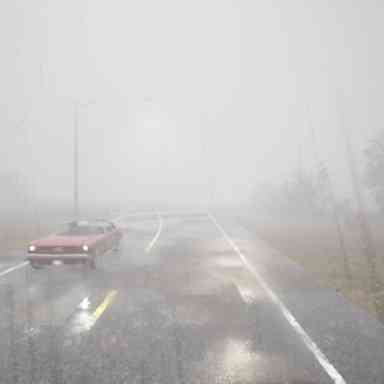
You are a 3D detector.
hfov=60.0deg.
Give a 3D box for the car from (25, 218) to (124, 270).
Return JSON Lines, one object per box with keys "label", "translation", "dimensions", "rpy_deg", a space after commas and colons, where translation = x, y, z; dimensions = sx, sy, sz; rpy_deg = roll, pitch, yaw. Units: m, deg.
{"label": "car", "translation": [-3.634, 1.604, 11.165], "dimensions": [1.895, 1.301, 4.718], "rpy_deg": [0, 0, -1]}
